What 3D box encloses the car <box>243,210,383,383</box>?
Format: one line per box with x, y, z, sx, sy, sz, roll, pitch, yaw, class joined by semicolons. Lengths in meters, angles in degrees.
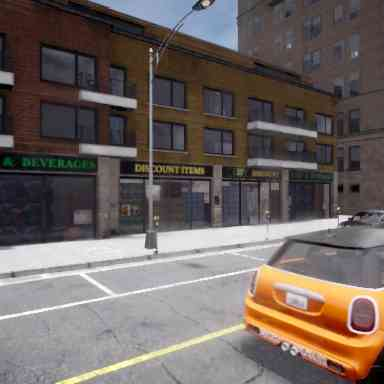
3.016;1.353;5.314;4.553;1.767;2.097;0;0;-35;car

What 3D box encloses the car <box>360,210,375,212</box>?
8.836;1.567;16.200;4.313;1.339;1.947;0;0;-35;car
